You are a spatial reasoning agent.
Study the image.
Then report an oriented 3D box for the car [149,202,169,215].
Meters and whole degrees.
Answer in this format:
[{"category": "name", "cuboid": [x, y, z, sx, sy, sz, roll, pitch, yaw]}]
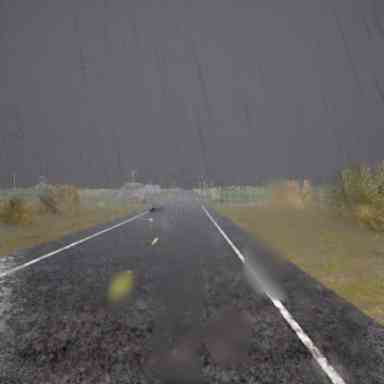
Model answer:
[{"category": "car", "cuboid": [-3.596, 1.746, 36.565, 1.895, 1.301, 4.718, 0, 0, 0]}]
